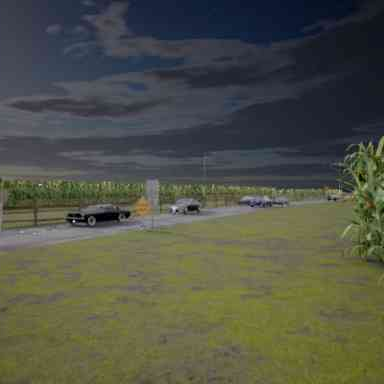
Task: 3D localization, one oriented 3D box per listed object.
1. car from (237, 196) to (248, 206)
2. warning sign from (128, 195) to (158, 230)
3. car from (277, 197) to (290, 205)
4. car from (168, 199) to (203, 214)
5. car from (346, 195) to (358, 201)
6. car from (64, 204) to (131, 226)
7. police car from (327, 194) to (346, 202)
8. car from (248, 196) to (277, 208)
[{"bbox_3d":[8.598,1.391,51.180,1.882,1.535,5.008,1,0,30],"label":"car"},{"bbox_3d":[-2.765,1.124,18.843,1.300,1.860,1.060,1,0,30],"label":"warning sign"},{"bbox_3d":[15.151,1.500,56.534,1.994,1.385,4.181,1,0,34],"label":"car"},{"bbox_3d":[-0.582,1.429,34.000,2.128,1.511,4.902,1,0,28],"label":"car"},{"bbox_3d":[40.603,1.367,84.582,5.366,1.575,1.801,0,1,-42],"label":"car"},{"bbox_3d":[-6.466,1.553,23.170,1.895,1.301,4.718,1,0,29],"label":"car"},{"bbox_3d":[33.397,1.345,77.754,1.930,1.638,5.238,1,1,45],"label":"police car"},{"bbox_3d":[10.236,1.297,48.295,2.097,1.767,4.553,1,0,30],"label":"car"}]
